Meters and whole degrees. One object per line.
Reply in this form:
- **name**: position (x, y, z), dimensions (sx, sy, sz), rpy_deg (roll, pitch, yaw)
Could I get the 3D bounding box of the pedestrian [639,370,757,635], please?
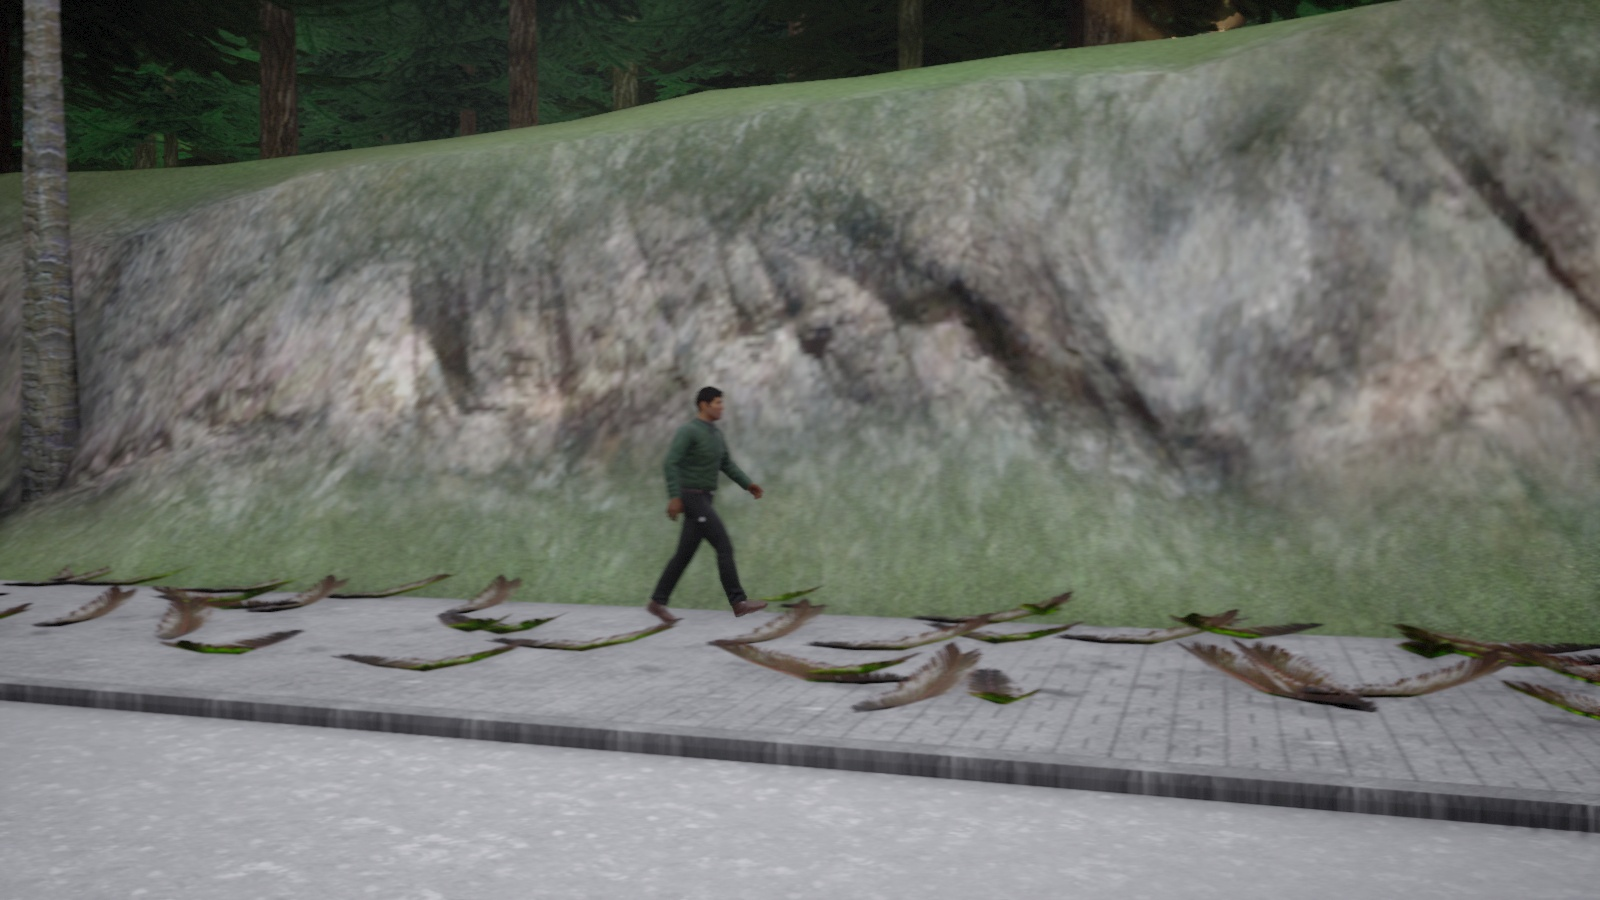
- **pedestrian**: position (-0.776, 0.383, 9.574), dimensions (0.788, 1.949, 0.423), rpy_deg (0, 1, 19)
